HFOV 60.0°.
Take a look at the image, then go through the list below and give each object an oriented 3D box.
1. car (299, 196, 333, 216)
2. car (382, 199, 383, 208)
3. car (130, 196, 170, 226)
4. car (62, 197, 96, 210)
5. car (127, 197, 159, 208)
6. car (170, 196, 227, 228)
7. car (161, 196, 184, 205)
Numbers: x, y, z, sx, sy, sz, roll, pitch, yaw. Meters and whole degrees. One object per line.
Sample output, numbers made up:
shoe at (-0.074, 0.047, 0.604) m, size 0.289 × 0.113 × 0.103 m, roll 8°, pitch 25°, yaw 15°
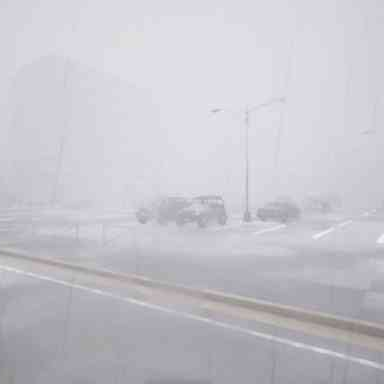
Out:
car at (12.709, 1.420, 33.887) m, size 1.970 × 1.475 × 3.806 m, roll 0°, pitch 0°, yaw 34°
car at (25.940, 1.407, 43.176) m, size 1.970 × 1.475 × 3.806 m, roll 0°, pitch 0°, yaw 34°
car at (-1.676, 1.189, 22.590) m, size 1.932 × 1.855 × 4.605 m, roll 0°, pitch 0°, yaw 34°
car at (-15.593, 1.451, 46.094) m, size 2.097 × 1.767 × 4.553 m, roll 0°, pitch 0°, yaw 34°
car at (-7.580, 1.582, 51.744) m, size 2.128 × 1.511 × 4.902 m, roll 0°, pitch 0°, yaw 34°
car at (0.692, 1.185, 20.925) m, size 1.905 × 1.878 × 3.866 m, roll 0°, pitch 0°, yaw 34°
car at (-3.727, 1.617, 63.636) m, size 1.837 × 1.490 × 4.892 m, roll 0°, pitch 0°, yaw 34°
